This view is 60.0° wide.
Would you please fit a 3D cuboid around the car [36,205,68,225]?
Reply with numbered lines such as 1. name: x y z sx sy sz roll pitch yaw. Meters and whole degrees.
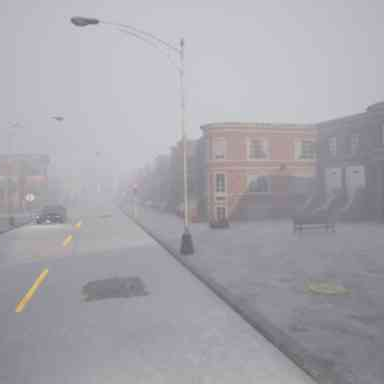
1. car: -11.161 1.753 26.837 2.033 1.411 5.357 -1 0 -15
